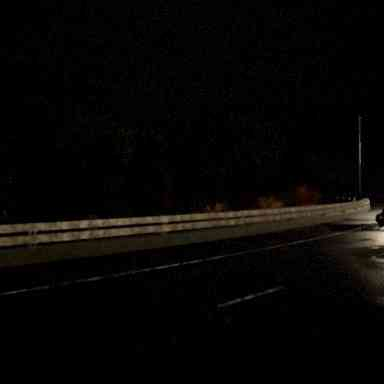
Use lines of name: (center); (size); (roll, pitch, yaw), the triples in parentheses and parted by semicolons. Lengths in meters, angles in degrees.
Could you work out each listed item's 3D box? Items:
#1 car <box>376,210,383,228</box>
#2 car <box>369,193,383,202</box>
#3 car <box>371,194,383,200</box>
car: (13.142, 1.538, 20.890); (1.895, 1.301, 4.718); (0, 0, 42)
car: (37.005, 1.025, 66.291); (2.097, 1.767, 4.553); (0, 0, 12)
car: (46.769, 1.287, 83.322); (1.812, 1.442, 4.674); (0, 0, 4)
